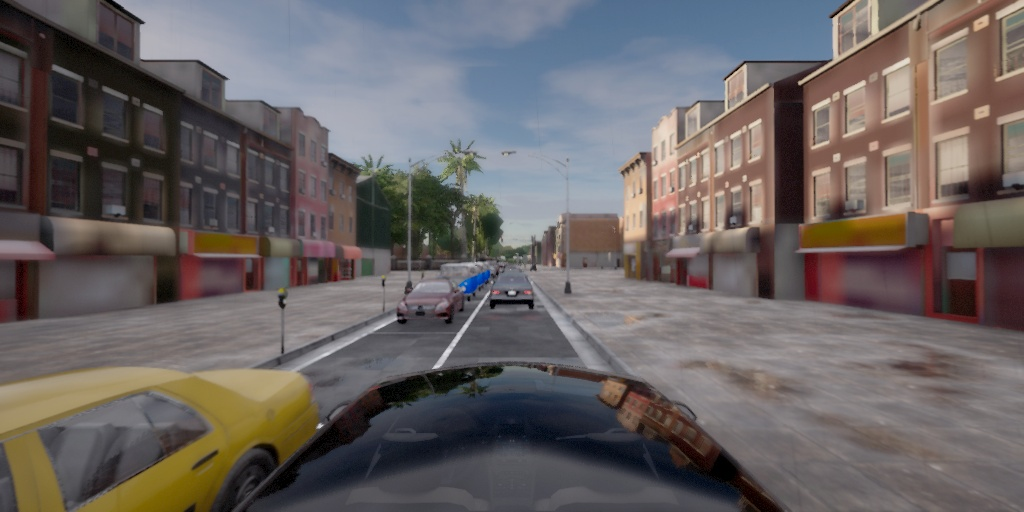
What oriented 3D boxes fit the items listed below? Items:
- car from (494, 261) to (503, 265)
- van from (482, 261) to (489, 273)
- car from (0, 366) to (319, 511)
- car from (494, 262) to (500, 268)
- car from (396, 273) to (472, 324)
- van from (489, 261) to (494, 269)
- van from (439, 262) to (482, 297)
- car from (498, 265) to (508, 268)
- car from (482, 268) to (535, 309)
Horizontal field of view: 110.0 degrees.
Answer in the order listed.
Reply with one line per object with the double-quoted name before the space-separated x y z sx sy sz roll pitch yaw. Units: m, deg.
"car" -2.646 1.524 45.186 2.192 1.841 5.009 0 0 0
"van" -2.642 1.315 23.332 1.690 1.789 3.998 0 0 0
"car" -2.637 1.273 1.309 1.751 1.417 4.829 0 0 0
"car" -2.645 1.698 39.723 2.007 1.370 4.403 0 0 0
"car" -2.640 1.440 12.404 1.802 1.307 4.207 0 0 0
"van" -2.643 1.372 28.796 1.690 1.789 3.998 0 0 0
"van" -2.641 1.257 17.868 1.690 1.789 3.998 0 0 0
"car" -0.004 1.655 30.956 1.895 1.301 4.718 0 -1 0
"car" -0.002 1.442 15.838 2.033 1.411 5.357 0 -1 0
